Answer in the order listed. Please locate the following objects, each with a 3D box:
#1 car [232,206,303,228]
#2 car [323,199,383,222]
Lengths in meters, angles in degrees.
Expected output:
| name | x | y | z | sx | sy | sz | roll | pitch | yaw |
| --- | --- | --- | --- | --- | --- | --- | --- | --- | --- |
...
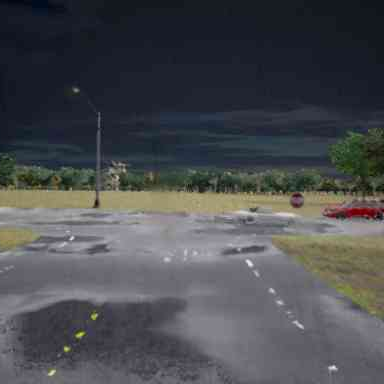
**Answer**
| name | x | y | z | sx | sy | sz | roll | pitch | yaw |
| --- | --- | --- | --- | --- | --- | --- | --- | --- | --- |
| car | 5.279 | 1.697 | 23.379 | 4.718 | 1.301 | 1.895 | 3 | 1 | 0 |
| car | 14.919 | 1.649 | 30.320 | 5.566 | 2.045 | 2.150 | 0 | 1 | 0 |
